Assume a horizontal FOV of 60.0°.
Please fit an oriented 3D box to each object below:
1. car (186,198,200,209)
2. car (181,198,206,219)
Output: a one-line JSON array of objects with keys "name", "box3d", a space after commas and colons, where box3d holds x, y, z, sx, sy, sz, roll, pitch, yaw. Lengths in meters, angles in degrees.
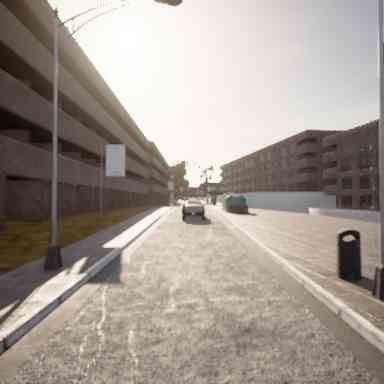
[{"name": "car", "box3d": [0.137, 1.573, 45.917, 1.812, 1.442, 4.674, 0, -1, 0]}, {"name": "car", "box3d": [0.123, 1.437, 28.083, 2.128, 1.511, 4.902, 0, 0, 0]}]
